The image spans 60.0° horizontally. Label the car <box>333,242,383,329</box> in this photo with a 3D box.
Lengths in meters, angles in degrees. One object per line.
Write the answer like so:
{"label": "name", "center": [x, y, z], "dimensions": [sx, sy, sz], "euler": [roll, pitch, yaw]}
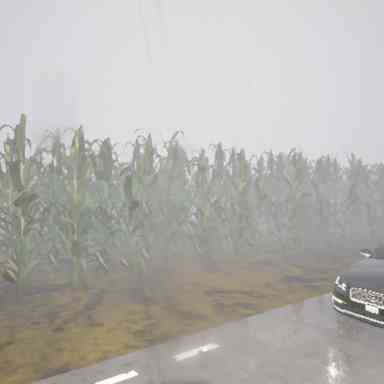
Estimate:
{"label": "car", "center": [4.673, 1.507, 6.387], "dimensions": [4.892, 1.490, 1.837], "euler": [0, 0, -35]}
